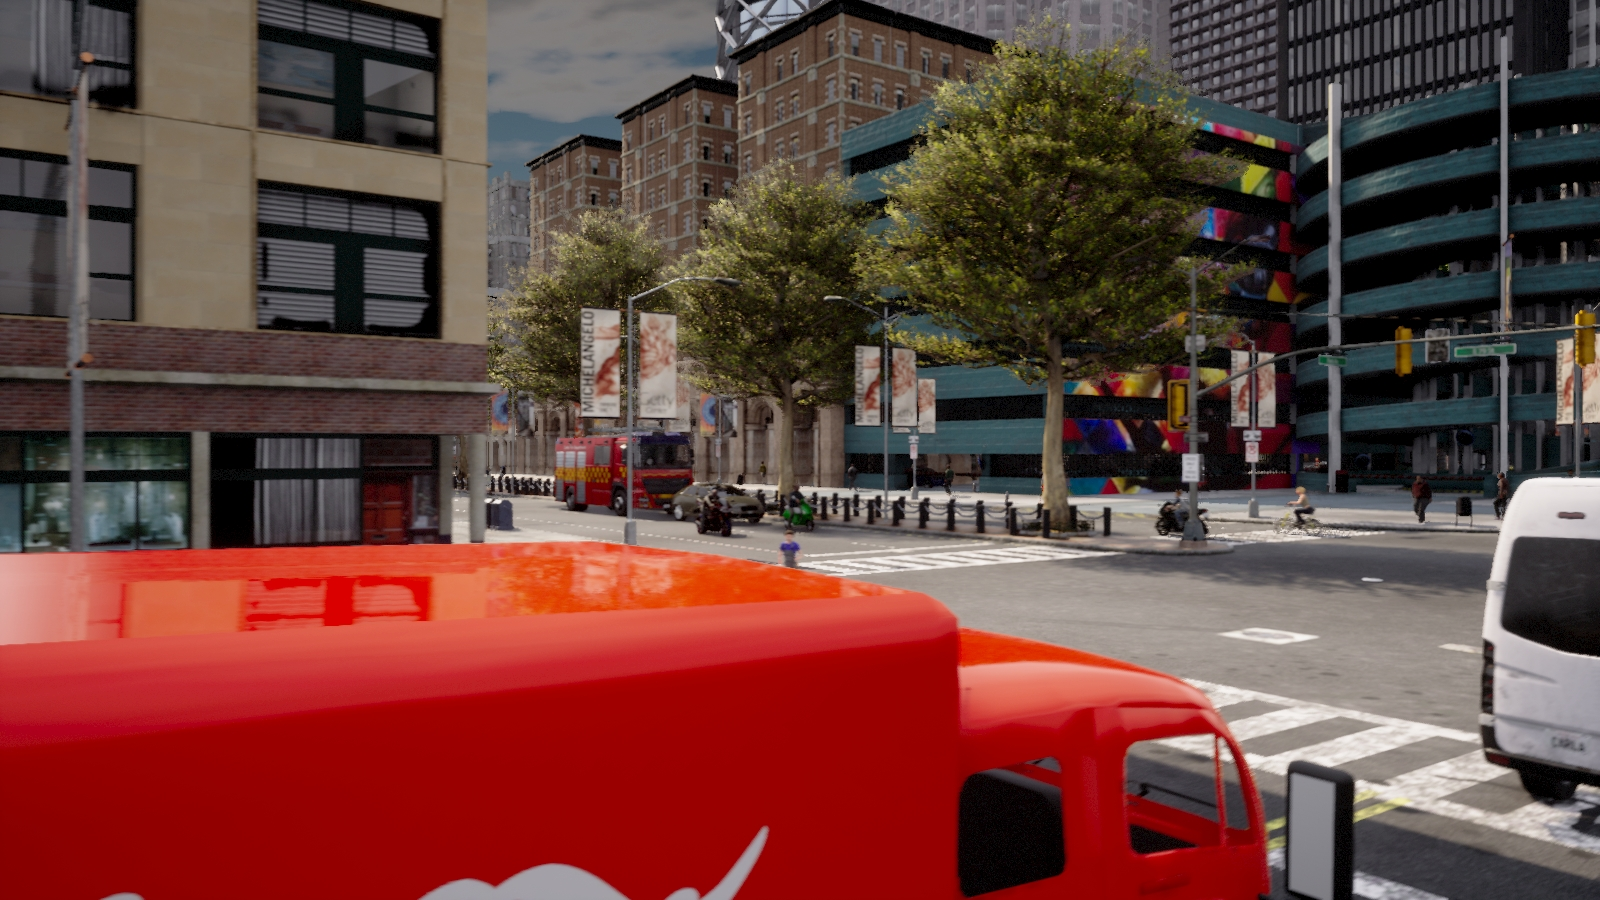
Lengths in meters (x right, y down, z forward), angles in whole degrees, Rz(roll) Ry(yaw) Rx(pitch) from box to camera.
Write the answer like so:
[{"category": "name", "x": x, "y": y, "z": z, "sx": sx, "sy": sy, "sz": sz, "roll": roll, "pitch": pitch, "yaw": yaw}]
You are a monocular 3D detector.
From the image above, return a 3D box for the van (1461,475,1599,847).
[{"category": "van", "x": 7.966, "y": 1.533, "z": 9.677, "sx": 5.915, "sy": 2.561, "sz": 1.988, "roll": 1, "pitch": -1, "yaw": -38}]

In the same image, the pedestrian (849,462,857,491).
[{"category": "pedestrian", "x": 3.408, "y": 1.710, "z": 73.071, "sx": 0.375, "sy": 1.860, "sz": 0.375, "roll": 0, "pitch": 0, "yaw": -31}]

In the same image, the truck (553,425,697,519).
[{"category": "truck", "x": -7.991, "y": 0.898, "z": 51.099, "sx": 2.891, "sy": 3.827, "sz": 8.468, "roll": 0, "pitch": 0, "yaw": -35}]

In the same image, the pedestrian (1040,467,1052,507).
[{"category": "pedestrian", "x": 11.460, "y": 1.709, "z": 53.258, "sx": 0.375, "sy": 1.860, "sz": 0.375, "roll": 0, "pitch": 0, "yaw": -23}]

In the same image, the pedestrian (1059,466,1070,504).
[{"category": "pedestrian", "x": 13.049, "y": 1.710, "z": 56.373, "sx": 0.375, "sy": 1.860, "sz": 0.375, "roll": 0, "pitch": 0, "yaw": -22}]

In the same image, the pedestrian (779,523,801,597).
[{"category": "pedestrian", "x": -0.177, "y": 1.981, "z": 20.634, "sx": 0.375, "sy": 1.300, "sz": 0.375, "roll": 0, "pitch": 0, "yaw": 2}]

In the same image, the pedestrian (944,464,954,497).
[{"category": "pedestrian", "x": 8.480, "y": 1.710, "z": 64.956, "sx": 0.375, "sy": 1.860, "sz": 0.375, "roll": 0, "pitch": 0, "yaw": -32}]

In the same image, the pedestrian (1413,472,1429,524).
[{"category": "pedestrian", "x": 22.317, "y": 1.710, "z": 41.053, "sx": 0.375, "sy": 1.860, "sz": 0.375, "roll": 0, "pitch": 0, "yaw": -36}]

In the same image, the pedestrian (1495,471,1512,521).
[{"category": "pedestrian", "x": 26.192, "y": 1.713, "z": 42.546, "sx": 0.375, "sy": 1.860, "sz": 0.375, "roll": 0, "pitch": 0, "yaw": -26}]

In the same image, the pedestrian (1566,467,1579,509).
[{"category": "pedestrian", "x": 34.734, "y": 1.714, "z": 51.387, "sx": 0.375, "sy": 1.860, "sz": 0.375, "roll": 0, "pitch": 0, "yaw": -31}]

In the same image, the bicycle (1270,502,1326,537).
[{"category": "bicycle", "x": 16.337, "y": 2.267, "z": 37.498, "sx": 1.487, "sy": 1.080, "sz": 0.859, "roll": 0, "pitch": -1, "yaw": 42}]

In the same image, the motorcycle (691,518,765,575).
[{"category": "motorcycle", "x": -1.696, "y": 2.217, "z": 26.625, "sx": 0.803, "sy": 1.145, "sz": 2.033, "roll": 0, "pitch": 0, "yaw": -34}]

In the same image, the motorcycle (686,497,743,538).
[{"category": "motorcycle", "x": -2.846, "y": 2.211, "z": 37.777, "sx": 0.867, "sy": 1.251, "sz": 2.209, "roll": 0, "pitch": 0, "yaw": -35}]

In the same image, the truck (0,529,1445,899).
[{"category": "truck", "x": -0.894, "y": 1.542, "z": 3.176, "sx": 5.204, "sy": 2.467, "sz": 2.627, "roll": 2, "pitch": -1, "yaw": -34}]

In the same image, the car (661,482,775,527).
[{"category": "car", "x": -3.251, "y": 2.068, "z": 44.403, "sx": 2.231, "sy": 1.480, "sz": 4.892, "roll": 0, "pitch": 0, "yaw": -35}]

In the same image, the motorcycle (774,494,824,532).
[{"category": "motorcycle", "x": -0.043, "y": 2.189, "z": 39.852, "sx": 0.856, "sy": 1.236, "sz": 1.805, "roll": 0, "pitch": 0, "yaw": -35}]
